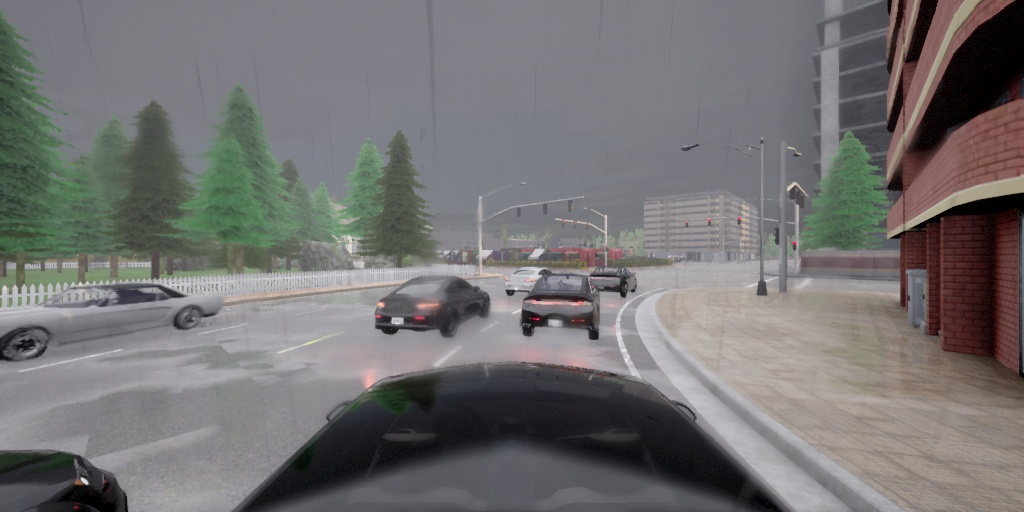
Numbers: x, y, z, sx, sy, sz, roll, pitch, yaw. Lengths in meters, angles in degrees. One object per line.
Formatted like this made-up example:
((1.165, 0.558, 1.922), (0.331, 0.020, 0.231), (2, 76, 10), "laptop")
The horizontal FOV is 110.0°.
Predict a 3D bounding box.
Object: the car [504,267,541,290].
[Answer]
((1.208, 1.276, 18.723), (1.812, 1.442, 4.674), (0, 0, 26), "car")

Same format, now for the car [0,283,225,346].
((-9.784, 1.351, 8.455), (1.895, 1.301, 4.718), (0, 0, 11), "car")

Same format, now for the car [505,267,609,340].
((1.530, 1.242, 10.094), (2.128, 1.511, 4.902), (0, 0, 14), "car")

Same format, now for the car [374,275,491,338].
((-2.017, 1.276, 10.215), (1.812, 1.442, 4.674), (0, 0, 13), "car")

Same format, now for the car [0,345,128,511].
((-3.170, 1.314, 0.306), (1.994, 1.385, 4.181), (0, 0, -3), "car")

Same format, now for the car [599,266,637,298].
((5.285, 1.242, 18.723), (2.128, 1.511, 4.902), (0, 0, 28), "car")
